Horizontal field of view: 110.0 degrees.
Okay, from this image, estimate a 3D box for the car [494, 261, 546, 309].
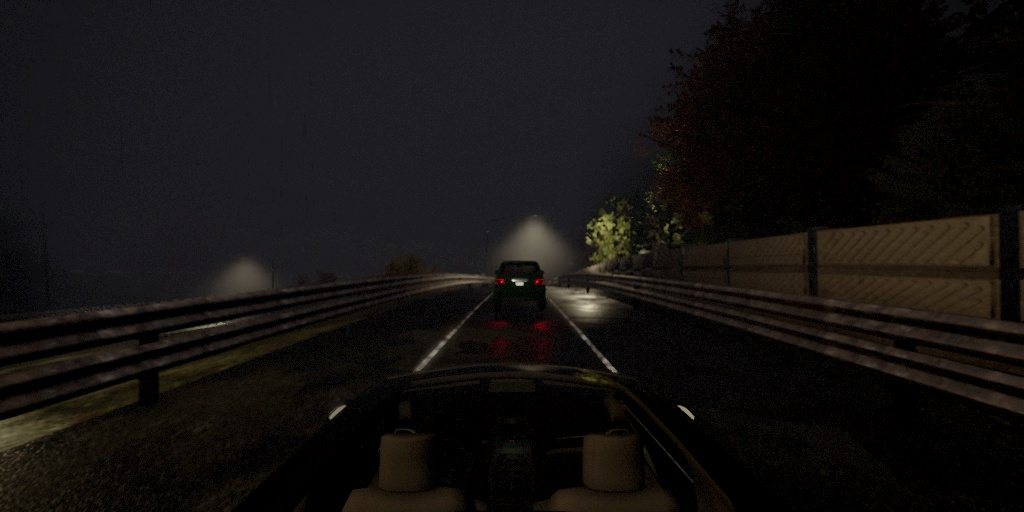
[{"bbox_3d":[0.358,1.267,16.793,2.150,2.045,5.566,0,-2,1],"label":"car"}]
